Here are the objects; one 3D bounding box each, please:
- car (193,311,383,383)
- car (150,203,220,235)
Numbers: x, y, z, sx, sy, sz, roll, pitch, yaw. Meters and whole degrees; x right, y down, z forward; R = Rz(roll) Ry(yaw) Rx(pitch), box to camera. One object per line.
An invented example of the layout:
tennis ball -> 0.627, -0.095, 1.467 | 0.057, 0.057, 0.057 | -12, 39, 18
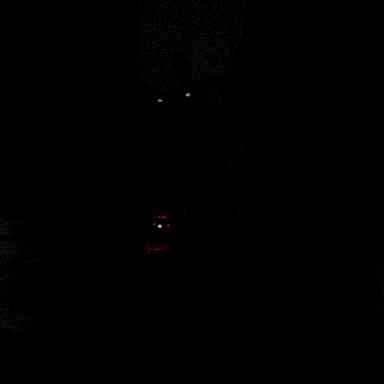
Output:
car -> 2.210, 1.321, 1.230 | 5.009, 1.841, 2.192 | 0, 0, 36
car -> -0.211, 1.385, 18.126 | 1.837, 1.490, 4.892 | 0, 0, 34
